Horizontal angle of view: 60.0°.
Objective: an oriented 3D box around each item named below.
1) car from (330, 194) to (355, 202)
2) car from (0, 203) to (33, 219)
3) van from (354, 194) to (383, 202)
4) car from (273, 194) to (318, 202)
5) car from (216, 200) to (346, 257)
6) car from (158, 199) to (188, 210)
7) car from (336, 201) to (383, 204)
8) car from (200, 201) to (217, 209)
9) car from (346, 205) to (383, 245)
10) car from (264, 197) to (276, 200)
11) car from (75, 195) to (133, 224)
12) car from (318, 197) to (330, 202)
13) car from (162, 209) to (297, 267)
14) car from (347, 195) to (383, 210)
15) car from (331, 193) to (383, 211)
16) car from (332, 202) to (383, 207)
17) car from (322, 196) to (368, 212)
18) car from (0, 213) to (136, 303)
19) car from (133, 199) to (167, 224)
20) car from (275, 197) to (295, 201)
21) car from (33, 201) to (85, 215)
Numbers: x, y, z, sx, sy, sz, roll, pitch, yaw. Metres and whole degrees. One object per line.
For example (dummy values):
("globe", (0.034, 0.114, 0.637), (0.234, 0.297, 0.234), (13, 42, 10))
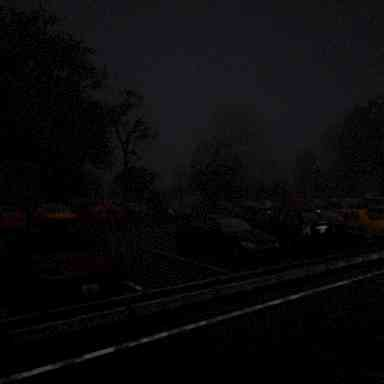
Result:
("car", (16.136, 1.352, 38.624), (2.185, 1.767, 4.553), (0, 0, -35))
("car", (-11.006, 1.389, 19.339), (2.185, 1.767, 4.553), (0, 0, -35))
("van", (12.520, 1.274, 19.860), (1.878, 1.987, 4.442), (0, 0, -35))
("car", (9.318, 1.238, 33.796), (2.435, 2.045, 5.566), (0, 0, -35))
("car", (3.382, 1.387, 13.499), (2.185, 1.767, 4.553), (0, 0, -35))
("car", (-1.948, 1.382, 25.827), (2.185, 1.767, 4.553), (0, 0, -35))
("car", (10.184, 1.504, 18.343), (2.231, 1.521, 4.892), (0, 0, -35))
("car", (2.633, 1.530, 28.994), (2.163, 1.488, 4.792), (0, 0, -35))
("car", (5.634, 1.510, 15.138), (2.231, 1.521, 4.892), (0, 0, -35))
("car", (4.887, 1.497, 30.632), (2.097, 1.535, 5.008), (0, 0, -35))
("car", (-6.460, 1.261, 22.561), (2.435, 2.045, 5.566), (0, 0, -35))
("car", (11.728, 1.360, 35.428), (2.185, 1.767, 4.553), (0, 0, -35))
("car", (1.091, 1.554, 11.919), (2.002, 1.452, 4.674), (0, 0, -35))
("car", (23.095, 1.339, 43.472), (2.185, 1.767, 4.553), (0, 0, -35))
("car", (20.786, 1.218, 41.912), (2.435, 2.045, 5.566), (0, 0, -35))
("car", (7.802, 1.503, 16.892), (1.946, 1.575, 5.366), (0, 0, -35))
("car", (18.409, 1.348, 40.233), (2.185, 1.767, 4.553), (0, 0, -35))
("car", (-3.434, 1.547, 8.678), (2.163, 1.488, 4.792), (0, 0, -35))
("car", (-4.207, 1.511, 24.197), (2.231, 1.521, 4.892), (0, 0, -35))
("car", (6.954, 1.490, 32.316), (1.946, 1.575, 5.366), (0, 0, -35))
("car", (-8.754, 1.513, 20.978), (2.097, 1.535, 5.008), (0, 0, -35))
